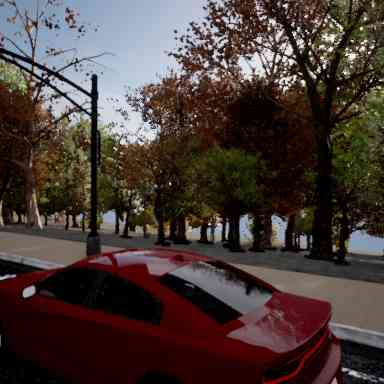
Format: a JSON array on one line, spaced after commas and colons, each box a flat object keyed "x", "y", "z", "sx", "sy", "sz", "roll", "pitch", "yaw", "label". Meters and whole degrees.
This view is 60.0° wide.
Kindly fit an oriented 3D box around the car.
[{"x": -0.826, "y": 1.485, "z": 4.266, "sx": 5.008, "sy": 1.535, "sz": 1.882, "roll": 0, "pitch": 0, "yaw": 35, "label": "car"}]
